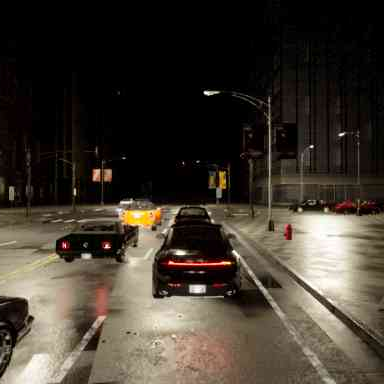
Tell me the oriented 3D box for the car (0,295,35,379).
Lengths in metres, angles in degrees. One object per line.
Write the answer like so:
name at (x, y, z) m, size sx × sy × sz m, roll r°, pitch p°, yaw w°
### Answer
car at (-3.152, 1.548, 2.269) m, size 2.033 × 1.411 × 5.357 m, roll 0°, pitch 0°, yaw 0°

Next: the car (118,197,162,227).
car at (-3.109, 1.395, 21.050) m, size 2.097 × 1.767 × 4.553 m, roll 0°, pitch 0°, yaw 0°

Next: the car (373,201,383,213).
car at (23.100, 1.637, 37.192) m, size 4.718 × 1.301 × 1.895 m, roll 0°, pitch -1°, yaw -1°

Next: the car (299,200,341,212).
car at (15.262, 1.661, 39.837) m, size 4.313 × 1.339 × 1.947 m, roll 0°, pitch 0°, yaw -1°

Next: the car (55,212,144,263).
car at (-3.125, 1.615, 12.057) m, size 1.895 × 1.301 × 4.718 m, roll 0°, pitch 0°, yaw 0°

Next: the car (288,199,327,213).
car at (13.200, 1.574, 37.056) m, size 4.892 × 1.490 × 1.837 m, roll 0°, pitch -1°, yaw -1°

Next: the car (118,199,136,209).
car at (-9.746, 1.743, 50.463) m, size 1.812 × 1.442 × 4.674 m, roll 0°, pitch 0°, yaw 0°

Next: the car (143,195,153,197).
car at (-9.612, 1.600, 71.825) m, size 2.150 × 2.045 × 5.566 m, roll 0°, pitch 0°, yaw 0°

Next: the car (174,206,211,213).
car at (0.035, 1.509, 17.937) m, size 1.882 × 1.535 × 5.008 m, roll 0°, pitch 0°, yaw 0°

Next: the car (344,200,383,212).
car at (20.902, 1.642, 39.914) m, size 4.313 × 1.339 × 1.947 m, roll 0°, pitch 0°, yaw -1°

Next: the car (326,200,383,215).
car at (15.376, 1.576, 31.313) m, size 4.206 × 1.307 × 1.802 m, roll 0°, pitch 0°, yaw -1°

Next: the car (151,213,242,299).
car at (0.114, 1.511, 8.446) m, size 1.837 × 1.490 × 4.892 m, roll 0°, pitch 0°, yaw 0°
